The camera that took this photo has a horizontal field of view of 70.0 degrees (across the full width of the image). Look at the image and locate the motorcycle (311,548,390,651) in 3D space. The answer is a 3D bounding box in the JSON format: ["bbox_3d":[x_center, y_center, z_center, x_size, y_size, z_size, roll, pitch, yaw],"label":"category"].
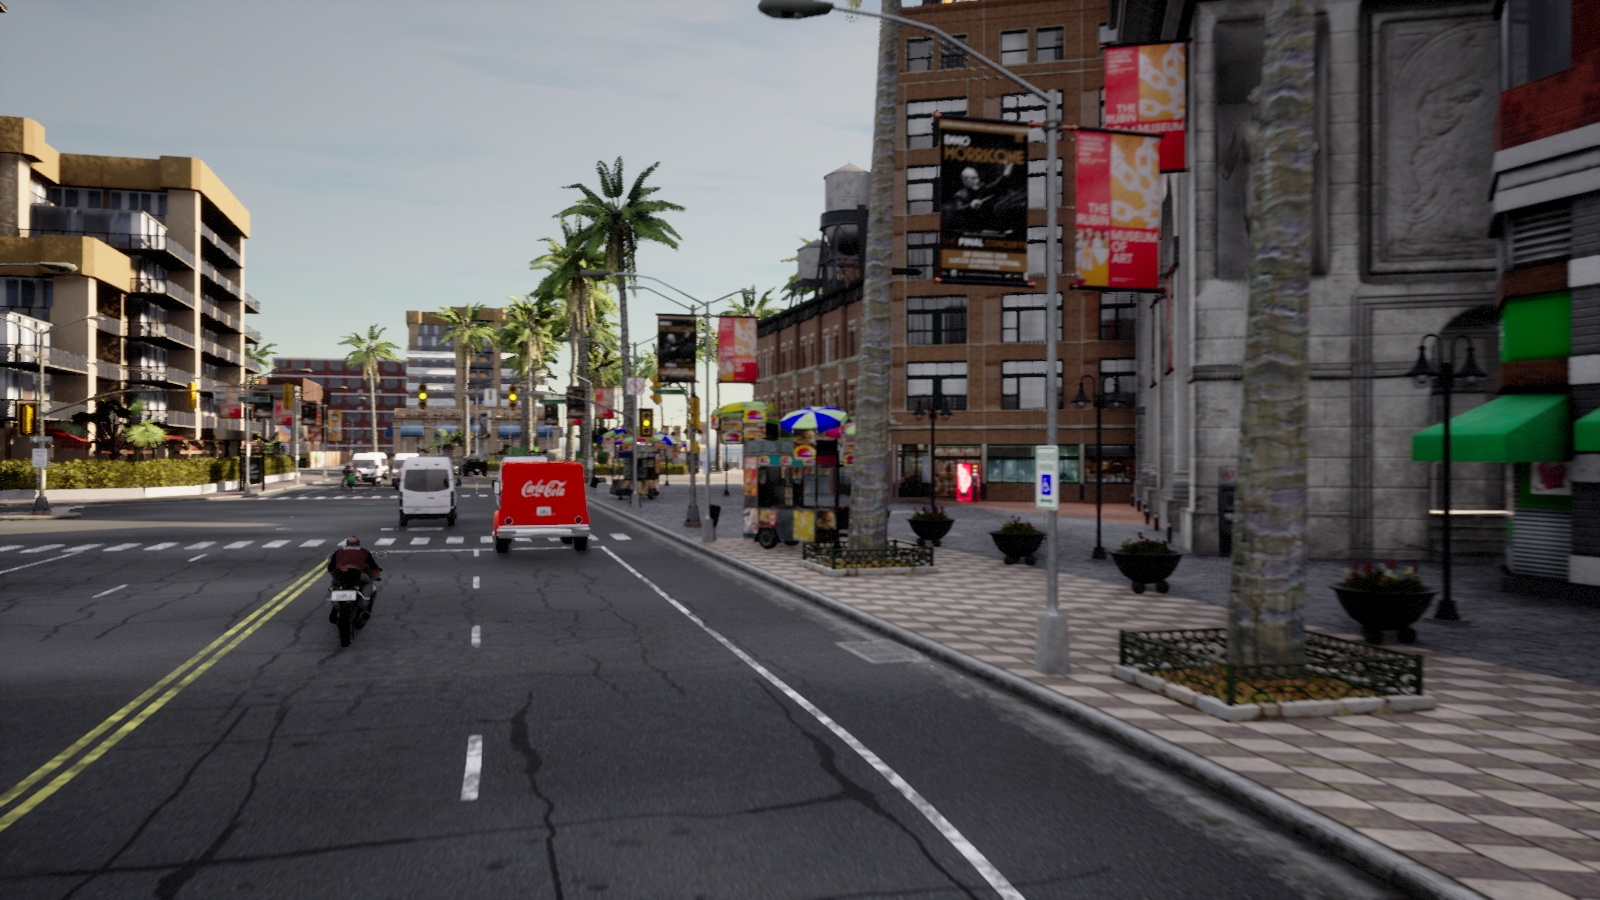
[{"bbox_3d":[-6.747,2.208,17.255,0.867,1.251,2.209,0,0,-15],"label":"motorcycle"}]

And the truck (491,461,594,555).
[{"bbox_3d":[-7.525,1.560,32.982,2.627,2.467,5.204,0,-1,-16],"label":"truck"}]

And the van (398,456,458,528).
[{"bbox_3d":[-14.377,1.540,44.429,1.988,2.561,5.915,0,0,-16],"label":"van"}]
